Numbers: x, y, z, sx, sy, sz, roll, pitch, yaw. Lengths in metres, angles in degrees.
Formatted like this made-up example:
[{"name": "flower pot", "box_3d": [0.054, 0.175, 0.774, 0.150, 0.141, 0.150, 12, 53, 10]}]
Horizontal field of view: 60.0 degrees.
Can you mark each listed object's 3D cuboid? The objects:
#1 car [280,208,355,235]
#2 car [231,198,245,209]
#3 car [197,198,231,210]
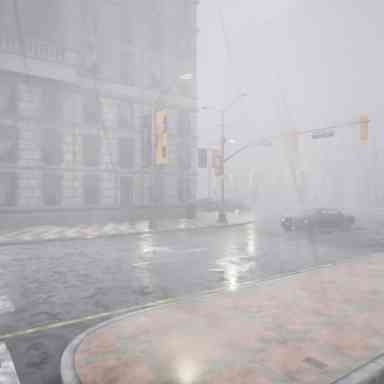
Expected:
[{"name": "car", "box_3d": [7.185, 1.601, 18.931, 4.718, 1.301, 1.895, 0, 0, -35]}, {"name": "car", "box_3d": [5.068, 1.526, 44.597, 1.812, 1.442, 4.674, 0, 0, -36]}, {"name": "car", "box_3d": [2.205, 1.491, 42.583, 2.128, 1.511, 4.902, 0, 0, -36]}]
